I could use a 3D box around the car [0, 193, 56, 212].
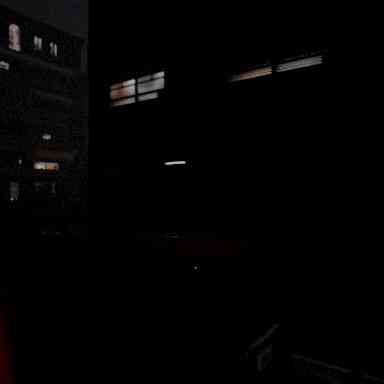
[{"bbox_3d":[-14.202,1.023,29.071,2.192,1.841,5.009,2,2,35],"label":"car"}]

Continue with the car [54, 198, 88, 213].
[{"bbox_3d":[-7.372,1.341,24.226,1.947,1.339,4.313,2,2,35],"label":"car"}]

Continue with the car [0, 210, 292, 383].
[{"bbox_3d":[-1.404,1.314,3.867,5.009,1.841,2.192,0,0,36],"label":"car"}]
